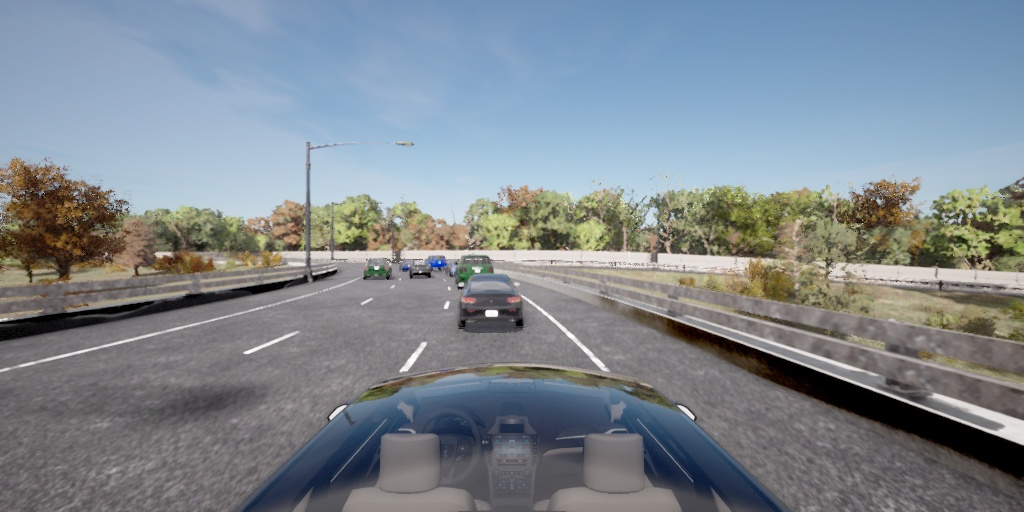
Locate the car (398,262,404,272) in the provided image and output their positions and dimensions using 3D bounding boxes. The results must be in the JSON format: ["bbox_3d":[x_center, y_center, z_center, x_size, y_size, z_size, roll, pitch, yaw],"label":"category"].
[{"bbox_3d":[-13.180,1.240,45.339,1.994,1.385,4.181,0,0,-23],"label":"car"}]

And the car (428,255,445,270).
[{"bbox_3d":[-10.030,0.892,46.893,2.150,2.045,5.566,0,0,-23],"label":"car"}]

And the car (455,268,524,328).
[{"bbox_3d":[-0.702,1.258,11.198,1.812,1.442,4.674,0,0,-5],"label":"car"}]

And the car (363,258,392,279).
[{"bbox_3d":[-11.705,1.053,31.415,2.097,1.767,4.553,0,0,-17],"label":"car"}]

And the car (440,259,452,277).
[{"bbox_3d":[-5.446,1.237,34.853,2.033,1.411,5.357,0,0,-17],"label":"car"}]

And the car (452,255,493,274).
[{"bbox_3d":[-2.476,0.932,23.042,2.150,2.045,5.566,0,0,-11],"label":"car"}]

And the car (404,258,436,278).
[{"bbox_3d":[-8.520,1.185,32.998,2.128,1.511,4.902,0,0,-17],"label":"car"}]
